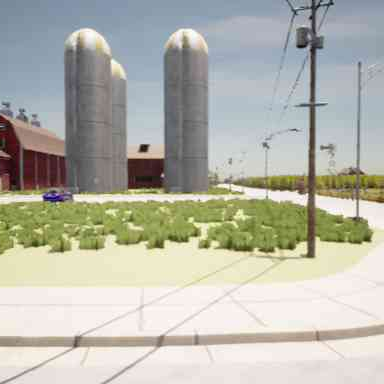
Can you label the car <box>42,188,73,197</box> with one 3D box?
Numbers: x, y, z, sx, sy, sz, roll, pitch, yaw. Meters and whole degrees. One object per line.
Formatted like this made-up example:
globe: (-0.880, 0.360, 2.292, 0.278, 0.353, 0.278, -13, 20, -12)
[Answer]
car: (-15.141, 0.350, 37.694, 2.242, 1.667, 4.611, 0, 2, 0)
